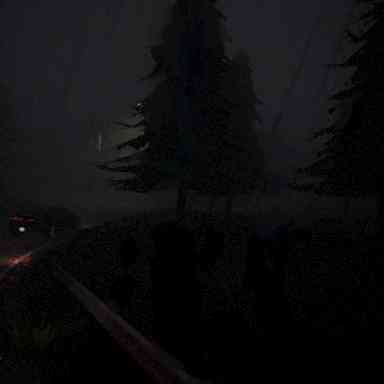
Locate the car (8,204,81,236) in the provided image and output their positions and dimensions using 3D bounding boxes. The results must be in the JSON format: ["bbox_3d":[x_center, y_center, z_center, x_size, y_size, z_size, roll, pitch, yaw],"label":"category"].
[{"bbox_3d":[-7.378,1.389,17.204,1.837,1.490,4.892,5,1,4],"label":"car"}]
